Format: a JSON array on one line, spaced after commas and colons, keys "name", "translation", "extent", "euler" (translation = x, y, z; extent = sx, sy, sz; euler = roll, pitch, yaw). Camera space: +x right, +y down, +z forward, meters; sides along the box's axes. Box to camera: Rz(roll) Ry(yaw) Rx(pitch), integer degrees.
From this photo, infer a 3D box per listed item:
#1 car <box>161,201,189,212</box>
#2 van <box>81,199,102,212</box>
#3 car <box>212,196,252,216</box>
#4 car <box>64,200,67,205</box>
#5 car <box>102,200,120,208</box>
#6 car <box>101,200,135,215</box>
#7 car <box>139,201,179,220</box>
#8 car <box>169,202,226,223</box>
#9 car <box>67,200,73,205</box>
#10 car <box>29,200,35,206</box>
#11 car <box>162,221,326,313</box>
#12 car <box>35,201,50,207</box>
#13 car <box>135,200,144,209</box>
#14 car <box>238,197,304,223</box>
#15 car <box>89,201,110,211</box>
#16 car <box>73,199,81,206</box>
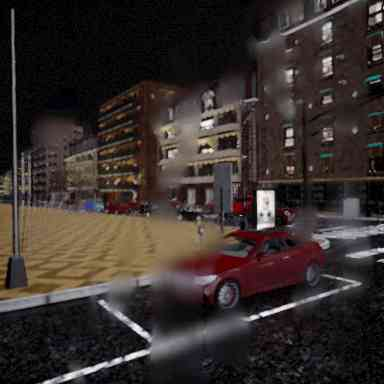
[{"name": "car", "translation": [-2.450, 1.933, 45.938], "extent": [1.802, 1.307, 4.206], "euler": [-2, 0, -36]}, {"name": "van", "translation": [-13.875, 1.928, 47.238], "extent": [1.690, 1.788, 3.998], "euler": [-2, 0, -36]}, {"name": "car", "translation": [4.736, 1.377, 31.509], "extent": [2.150, 2.045, 5.566], "euler": [-1, 0, -36]}, {"name": "car", "translation": [-31.907, 2.638, 86.491], "extent": [1.887, 1.381, 4.507], "euler": [-2, 0, -36]}, {"name": "car", "translation": [-15.577, 2.263, 63.936], "extent": [1.802, 1.307, 4.206], "euler": [-2, 0, -36]}, {"name": "car", "translation": [-8.953, 2.008, 40.353], "extent": [1.887, 1.381, 4.507], "euler": [-2, 0, -36]}, {"name": "car", "translation": [-2.874, 1.862, 31.878], "extent": [2.008, 1.369, 4.403], "euler": [-2, 0, -36]}, {"name": "car", "translation": [0.392, 1.780, 27.367], "extent": [2.008, 1.369, 4.403], "euler": [-2, 0, -36]}, {"name": "car", "translation": [-28.641, 2.576, 81.980], "extent": [1.947, 1.339, 4.313], "euler": [-2, 0, -36]}, {"name": "car", "translation": [-38.694, 2.759, 81.577], "extent": [1.887, 1.381, 4.507], "euler": [-2, 0, -36]}, {"name": "car", "translation": [1.336, 1.546, 7.521], "extent": [4.206, 1.307, 1.802], "euler": [0, 0, -35]}, {"name": "car", "translation": [-32.162, 2.599, 72.555], "extent": [2.008, 1.369, 4.403], "euler": [-2, 0, -36]}, {"name": "car", "translation": [-4.539, 1.932, 38.843], "extent": [1.994, 1.385, 4.181], "euler": [-1, 0, -36]}, {"name": "car", "translation": [5.956, 1.459, 24.334], "extent": [2.097, 1.767, 4.553], "euler": [-1, 0, -36]}, {"name": "car", "translation": [-14.821, 2.229, 53.207], "extent": [1.994, 1.385, 4.181], "euler": [-1, 0, -36]}, {"name": "car", "translation": [-25.379, 2.368, 77.468], "extent": [1.967, 1.590, 4.097], "euler": [-2, 0, -36]}]
